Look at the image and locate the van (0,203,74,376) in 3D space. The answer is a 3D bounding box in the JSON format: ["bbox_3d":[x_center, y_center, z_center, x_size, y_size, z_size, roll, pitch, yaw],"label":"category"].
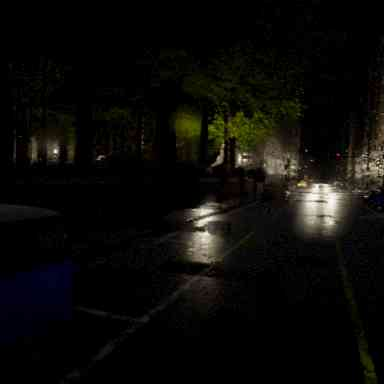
[{"bbox_3d":[-2.794,1.053,2.700,1.690,1.788,3.998,3,3,21],"label":"van"}]

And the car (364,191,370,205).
[{"bbox_3d":[17.388,0.484,31.343,1.947,1.339,4.313,3,3,21],"label":"car"}]

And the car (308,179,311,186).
[{"bbox_3d":[25.094,-1.686,74.880,2.008,1.369,4.403,3,3,21],"label":"car"}]

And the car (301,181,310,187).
[{"bbox_3d":[29.021,-2.105,85.042,1.887,1.381,4.507,3,3,21],"label":"car"}]

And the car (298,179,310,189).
[{"bbox_3d":[23.070,-1.497,69.640,1.752,1.417,4.829,3,3,21],"label":"car"}]

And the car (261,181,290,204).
[{"bbox_3d":[7.399,-0.036,29.067,2.192,1.841,5.009,3,3,21],"label":"car"}]

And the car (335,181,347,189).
[{"bbox_3d":[36.983,-1.724,82.018,1.967,1.590,4.097,3,3,21],"label":"car"}]

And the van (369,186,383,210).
[{"bbox_3d":[15.357,0.475,26.054,1.690,1.788,3.998,3,3,21],"label":"van"}]
